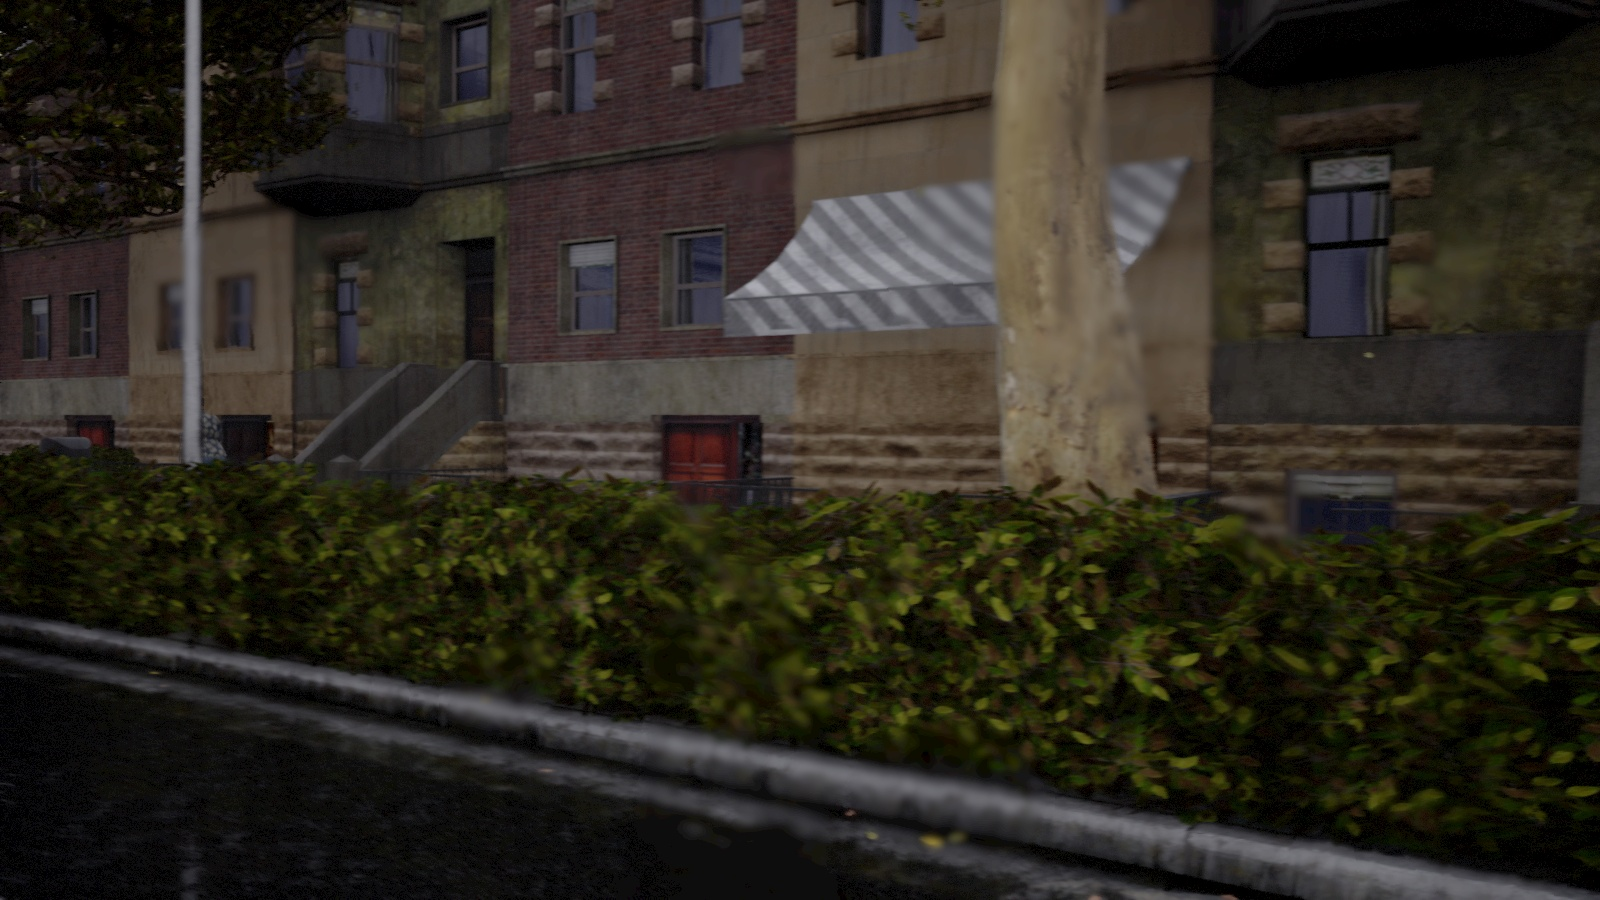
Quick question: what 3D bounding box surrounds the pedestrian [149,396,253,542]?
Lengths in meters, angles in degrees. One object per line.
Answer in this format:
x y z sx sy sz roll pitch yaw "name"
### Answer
-7.910 0.233 16.589 0.900 1.855 0.874 0 1 34 "pedestrian"
